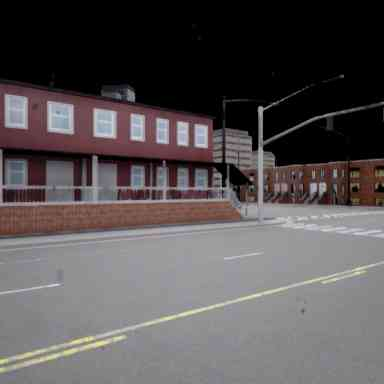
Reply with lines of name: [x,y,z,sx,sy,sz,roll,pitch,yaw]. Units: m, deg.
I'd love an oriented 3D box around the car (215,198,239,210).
car: [3.690,1.496,39.896,1.837,1.490,4.892,0,0,-36]
